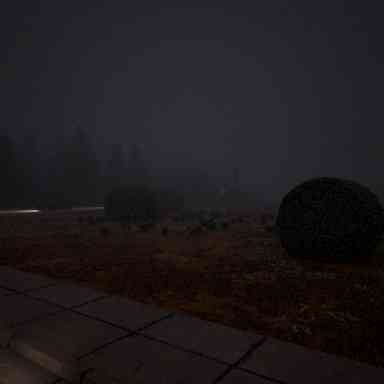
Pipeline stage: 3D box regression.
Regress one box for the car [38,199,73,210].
[{"bbox_3d":[-17.059,1.555,41.727,1.994,1.385,4.181,0,0,37],"label":"car"}]
